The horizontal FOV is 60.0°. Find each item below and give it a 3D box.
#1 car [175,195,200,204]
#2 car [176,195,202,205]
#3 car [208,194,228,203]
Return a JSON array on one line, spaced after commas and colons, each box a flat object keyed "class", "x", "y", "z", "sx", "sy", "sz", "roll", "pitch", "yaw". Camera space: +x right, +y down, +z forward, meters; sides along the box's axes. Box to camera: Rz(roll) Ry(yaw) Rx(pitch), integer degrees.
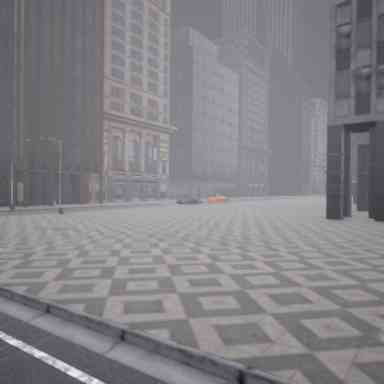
[{"class": "car", "x": -0.771, "y": 1.337, "z": 59.815, "sx": 1.837, "sy": 1.490, "sz": 4.892, "roll": 1, "pitch": 1, "yaw": 35}, {"class": "car", "x": -0.500, "y": 1.441, "z": 54.909, "sx": 2.033, "sy": 1.411, "sz": 5.357, "roll": 1, "pitch": 1, "yaw": 36}, {"class": "car", "x": 5.031, "y": 1.204, "z": 62.816, "sx": 2.097, "sy": 1.767, "sz": 4.553, "roll": 1, "pitch": 1, "yaw": 35}]
